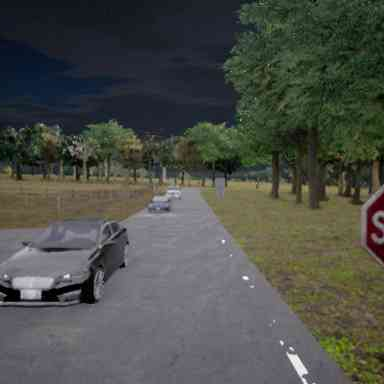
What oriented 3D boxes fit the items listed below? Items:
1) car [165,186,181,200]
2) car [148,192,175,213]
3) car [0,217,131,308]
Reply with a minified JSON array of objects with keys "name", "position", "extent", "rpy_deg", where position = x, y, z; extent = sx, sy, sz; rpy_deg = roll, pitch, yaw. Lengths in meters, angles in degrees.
[{"name":"car","position":[-2.806,0.107,50.926],"extent":[2.150,2.045,5.566],"rpy_deg":[0,2,0]},{"name":"car","position":[-2.781,1.038,29.659],"extent":[1.812,1.442,4.674],"rpy_deg":[0,2,0]},{"name":"car","position":[-2.752,1.433,8.131],"extent":[2.128,1.511,4.902],"rpy_deg":[0,1,0]}]
